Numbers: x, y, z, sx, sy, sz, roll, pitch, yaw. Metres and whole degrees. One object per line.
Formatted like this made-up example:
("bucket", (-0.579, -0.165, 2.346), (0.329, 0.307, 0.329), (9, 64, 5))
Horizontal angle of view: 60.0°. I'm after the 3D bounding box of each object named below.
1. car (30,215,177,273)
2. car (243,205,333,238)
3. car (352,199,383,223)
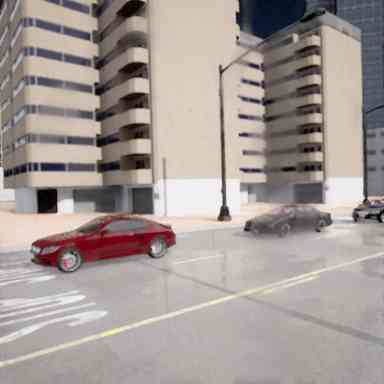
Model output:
("car", (-2.663, 1.501, 10.802), (4.674, 1.442, 1.812), (-1, 0, -38))
("car", (4.993, 1.379, 16.706), (5.357, 1.411, 2.033), (-1, 0, -38))
("car", (12.789, 1.237, 22.698), (4.902, 1.511, 2.128), (-1, 0, -38))
